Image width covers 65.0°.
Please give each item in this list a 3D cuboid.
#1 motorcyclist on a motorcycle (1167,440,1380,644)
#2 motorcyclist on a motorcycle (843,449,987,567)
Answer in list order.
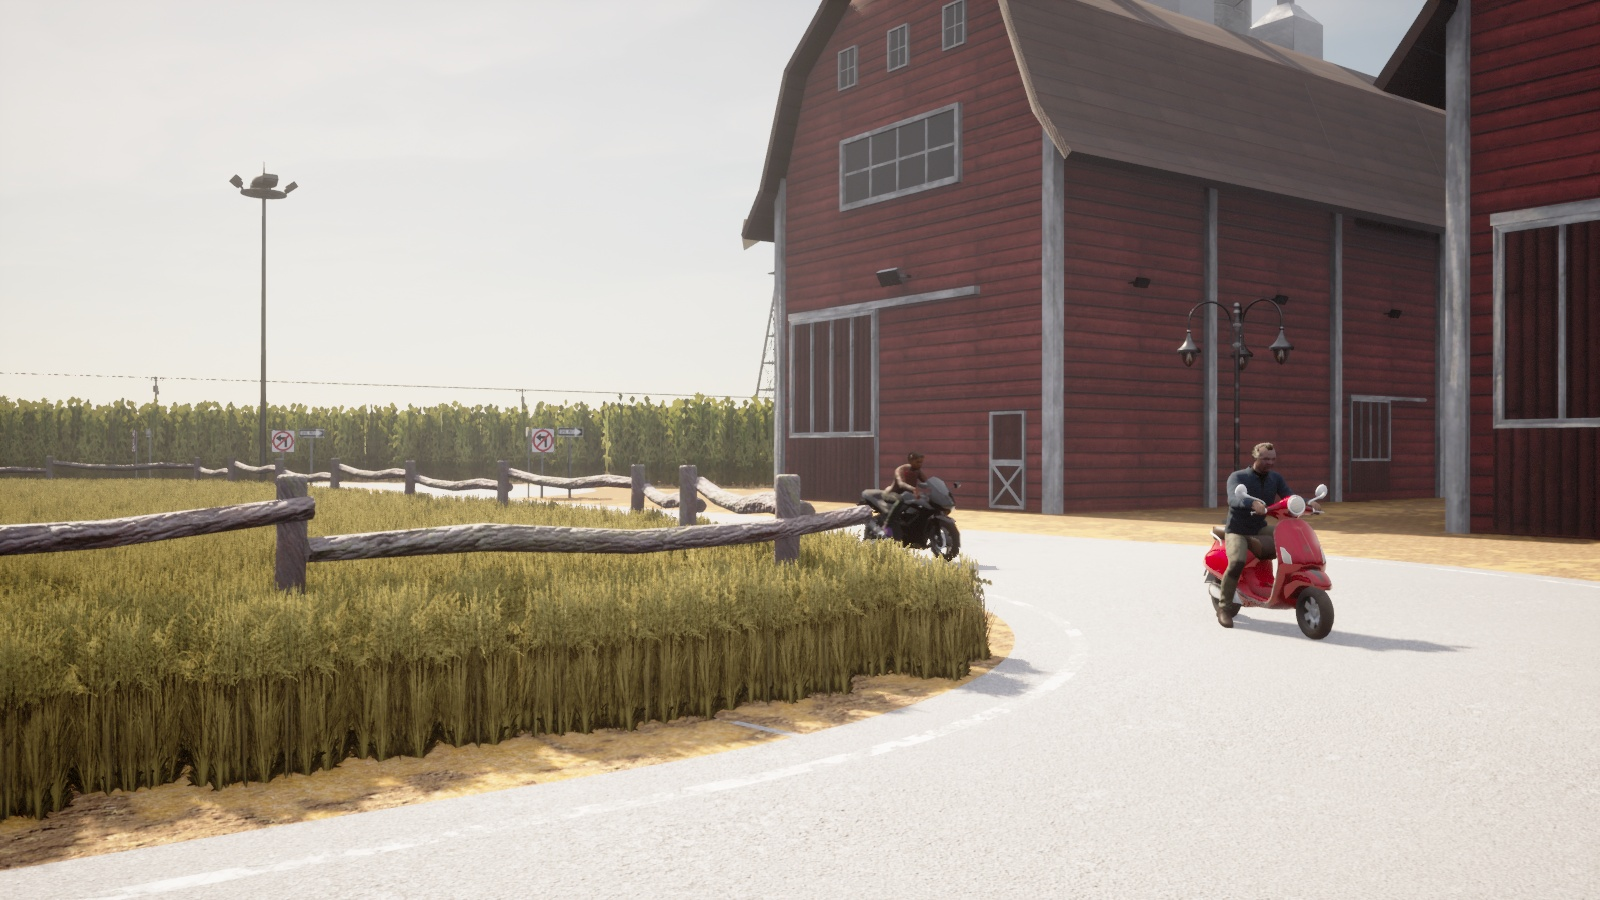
[{"bbox_3d":[3.991,0.716,10.767,0.866,1.590,1.817,0,0,-12],"label":"motorcyclist on a motorcycle"},{"bbox_3d":[1.551,0.768,17.298,0.797,1.523,2.044,-1,-1,-36],"label":"motorcyclist on a motorcycle"}]
